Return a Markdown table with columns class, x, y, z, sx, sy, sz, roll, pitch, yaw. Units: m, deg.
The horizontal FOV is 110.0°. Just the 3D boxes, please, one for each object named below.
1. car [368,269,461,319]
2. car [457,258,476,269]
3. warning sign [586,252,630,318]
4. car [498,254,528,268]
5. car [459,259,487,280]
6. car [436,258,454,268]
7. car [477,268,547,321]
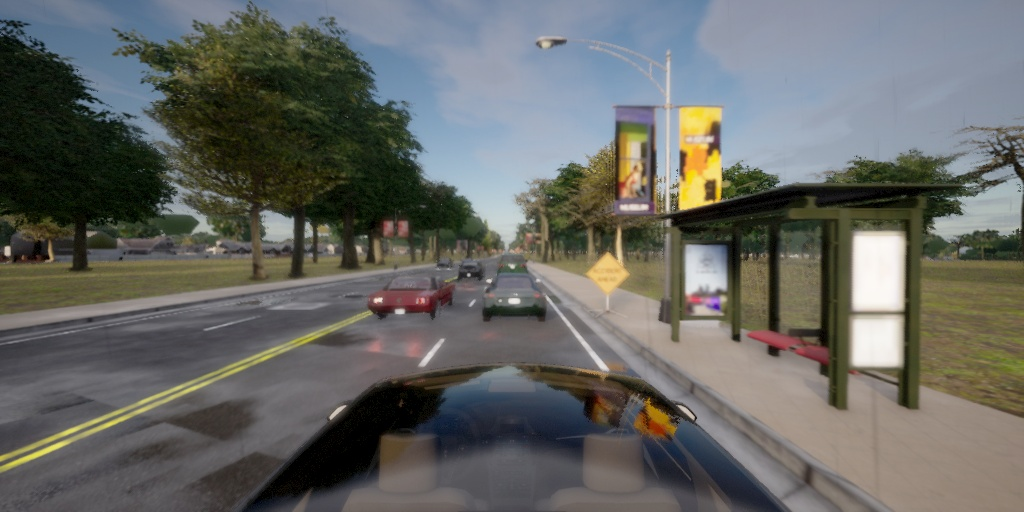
| class | x | y | z | sx | sy | sz | roll | pitch | yaw |
| --- | --- | --- | --- | --- | --- | --- | --- | --- | --- |
| car | -3.187 | 1.296 | 12.481 | 1.895 | 1.301 | 4.718 | 0 | 0 | 0 |
| car | -6.574 | 1.075 | 52.498 | 2.033 | 1.411 | 5.357 | 0 | 0 | 0 |
| warning sign | 2.849 | 0.819 | 10.732 | 1.300 | 1.860 | 1.060 | 0 | 0 | 0 |
| car | 0.063 | 0.848 | 27.783 | 2.150 | 2.045 | 5.566 | 0 | 1 | 0 |
| car | -3.180 | 1.126 | 28.957 | 1.837 | 1.490 | 4.892 | 0 | 1 | 0 |
| car | -9.823 | 1.032 | 52.873 | 1.837 | 1.490 | 4.892 | 0 | 0 | 0 |
| car | 0.064 | 1.259 | 12.230 | 1.994 | 1.385 | 4.181 | 0 | 0 | 0 |
